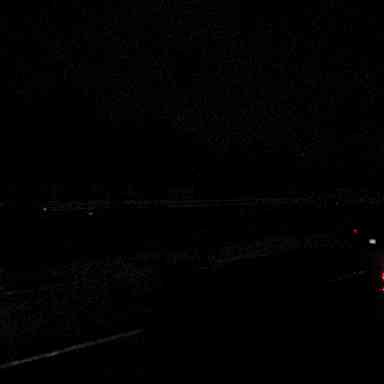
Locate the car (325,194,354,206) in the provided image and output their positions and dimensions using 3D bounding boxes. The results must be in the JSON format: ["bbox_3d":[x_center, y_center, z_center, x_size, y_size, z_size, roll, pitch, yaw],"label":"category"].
[{"bbox_3d":[22.236,1.271,49.846,5.566,2.045,2.150,1,0,-35],"label":"car"}]

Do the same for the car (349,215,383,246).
[{"bbox_3d":[8.914,1.648,14.379,4.718,1.301,1.895,0,0,-35],"label":"car"}]

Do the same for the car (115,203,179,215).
[{"bbox_3d":[-2.901,1.601,23.400,4.181,1.385,1.994,0,0,-35],"label":"car"}]

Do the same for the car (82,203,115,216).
[{"bbox_3d":[-6.013,1.559,25.482,4.674,1.442,1.812,0,0,-35],"label":"car"}]

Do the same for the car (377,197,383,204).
[{"bbox_3d":[28.143,1.552,49.754,4.902,1.511,2.128,0,0,-35],"label":"car"}]

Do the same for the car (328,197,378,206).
[{"bbox_3d":[15.683,1.558,32.319,4.892,1.490,1.837,0,0,-35],"label":"car"}]

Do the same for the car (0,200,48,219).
[{"bbox_3d":[-13.254,1.366,24.627,4.553,1.767,2.097,0,0,-35],"label":"car"}]
